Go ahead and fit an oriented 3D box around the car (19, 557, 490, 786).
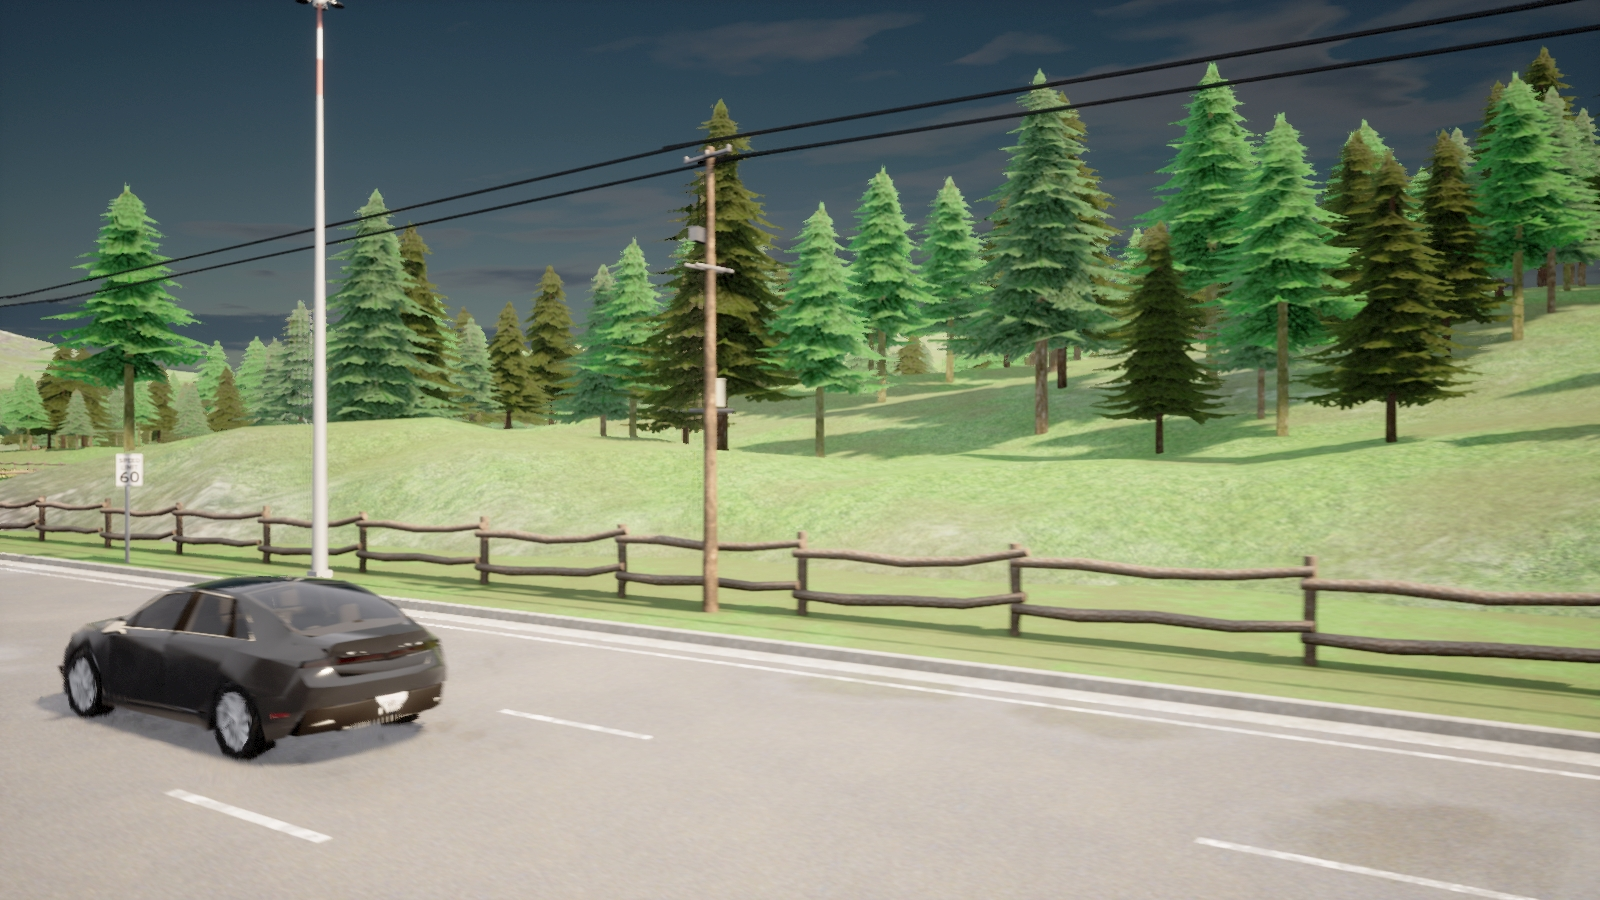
[{"bbox_3d":[-5.739,2.060,11.823,4.892,1.480,2.231,0,0,34],"label":"car"}]
